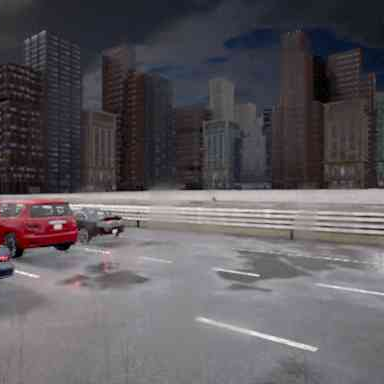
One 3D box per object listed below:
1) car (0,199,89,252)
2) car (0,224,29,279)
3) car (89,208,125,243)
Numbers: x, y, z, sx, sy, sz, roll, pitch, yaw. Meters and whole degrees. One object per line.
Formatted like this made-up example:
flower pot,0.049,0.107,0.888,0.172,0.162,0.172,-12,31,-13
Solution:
car,-6.817,1.295,13.112,5.566,2.045,2.150,0,0,36
car,-6.737,1.607,8.728,5.357,1.411,2.033,0,0,36
car,-5.450,1.566,16.439,4.902,1.511,2.128,0,0,36
